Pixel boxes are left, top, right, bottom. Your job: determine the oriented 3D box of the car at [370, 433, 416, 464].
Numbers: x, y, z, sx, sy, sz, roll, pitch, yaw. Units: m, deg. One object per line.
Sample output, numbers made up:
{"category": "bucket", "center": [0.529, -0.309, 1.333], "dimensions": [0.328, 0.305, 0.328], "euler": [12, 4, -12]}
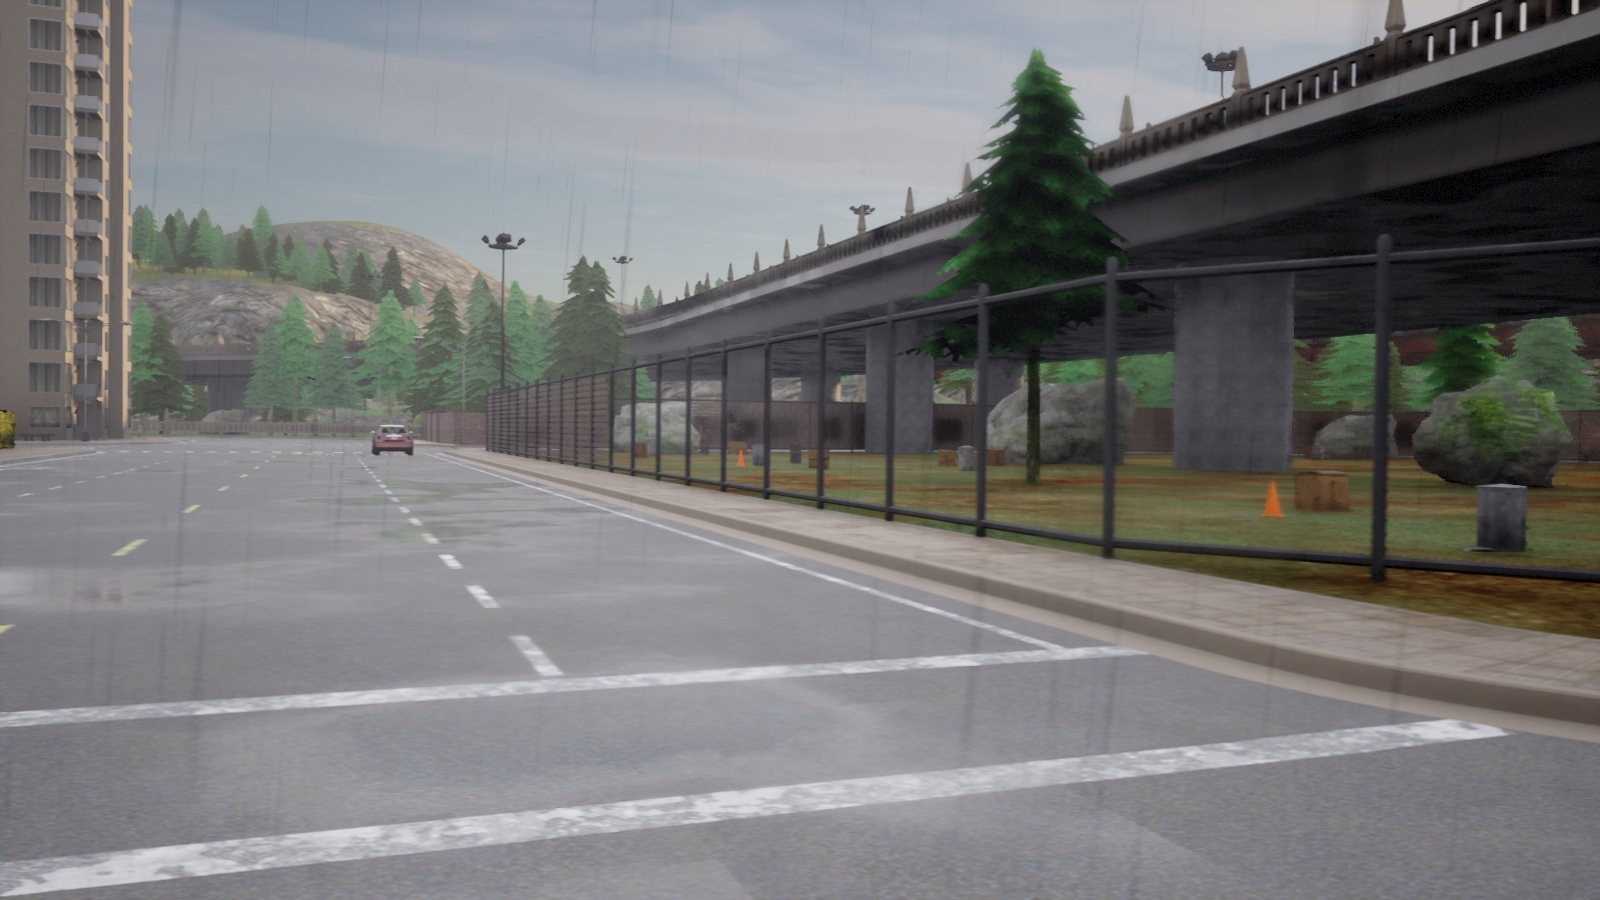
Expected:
{"category": "car", "center": [-20.177, -0.101, 62.234], "dimensions": [1.970, 1.475, 3.806], "euler": [-1, 1, -21]}
